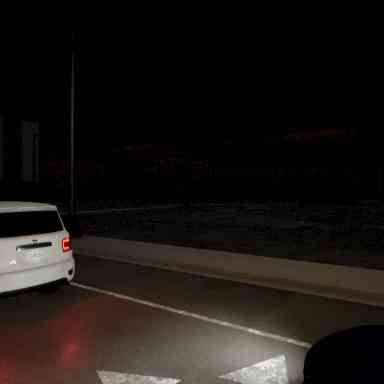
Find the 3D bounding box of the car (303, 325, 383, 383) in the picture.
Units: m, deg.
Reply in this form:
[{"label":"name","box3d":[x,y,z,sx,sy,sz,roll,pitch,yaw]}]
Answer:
[{"label":"car","box3d":[3.010,1.516,1.840,4.674,1.442,1.812,0,0,35]}]

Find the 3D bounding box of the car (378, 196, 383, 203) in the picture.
[{"label":"car","box3d":[39.916,1.527,67.905,2.038,1.542,4.974,1,1,6]}]

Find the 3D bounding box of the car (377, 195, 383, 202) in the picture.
[{"label":"car","box3d":[39.923,1.369,67.954,1.853,1.218,4.536,1,1,6]}]

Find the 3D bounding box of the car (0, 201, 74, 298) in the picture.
[{"label":"car","box3d":[-5.028,1.220,7.571,5.566,2.045,2.150,0,0,35]}]
